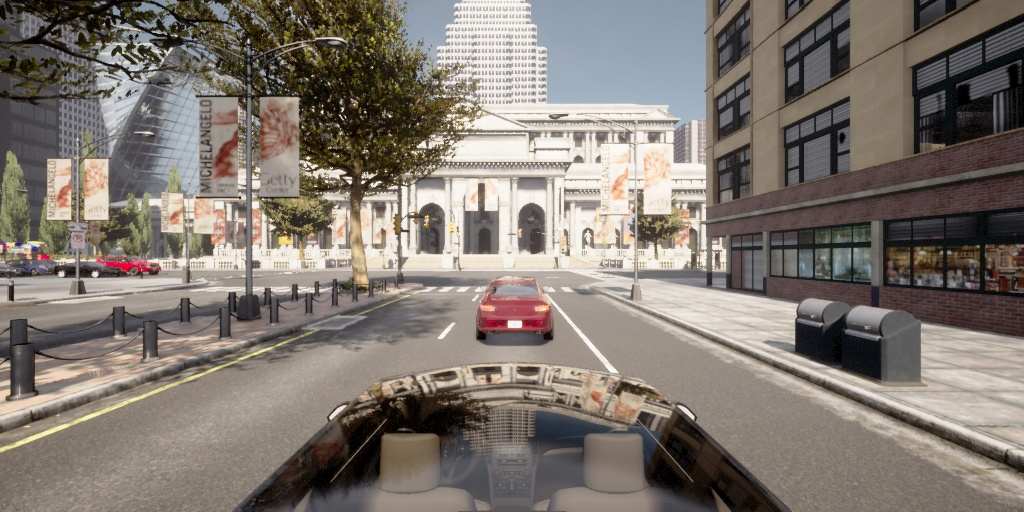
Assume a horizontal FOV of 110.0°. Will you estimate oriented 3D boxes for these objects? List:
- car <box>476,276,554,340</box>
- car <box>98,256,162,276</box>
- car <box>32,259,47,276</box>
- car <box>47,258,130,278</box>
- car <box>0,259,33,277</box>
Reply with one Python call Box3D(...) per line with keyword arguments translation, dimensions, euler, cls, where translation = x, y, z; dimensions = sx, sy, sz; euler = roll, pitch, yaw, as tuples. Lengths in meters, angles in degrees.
Box3D(translation=(0.078, 1.276, 9.882), dimensions=(1.812, 1.442, 4.674), euler=(0, 0, 0), cls="car")
Box3D(translation=(-39.513, 0.971, 36.863), dimensions=(5.566, 2.045, 2.150), euler=(0, 0, 0), cls="car")
Box3D(translation=(-49.132, 1.102, 36.802), dimensions=(4.553, 1.767, 2.097), euler=(0, 0, -1), cls="car")
Box3D(translation=(-39.323, 1.228, 33.360), dimensions=(5.008, 1.535, 1.882), euler=(0, 0, 0), cls="car")
Box3D(translation=(-48.326, 1.276, 33.329), dimensions=(4.674, 1.442, 1.812), euler=(0, 0, -1), cls="car")
